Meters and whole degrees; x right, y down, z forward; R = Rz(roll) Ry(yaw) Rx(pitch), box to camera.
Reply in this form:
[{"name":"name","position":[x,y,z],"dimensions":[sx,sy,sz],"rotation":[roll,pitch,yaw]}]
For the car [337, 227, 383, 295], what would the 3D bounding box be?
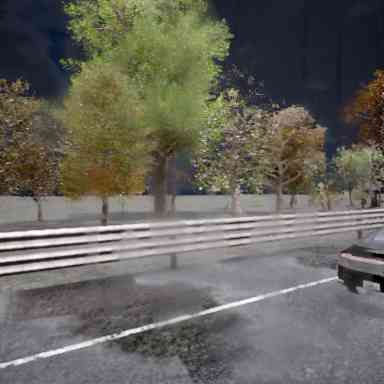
[{"name":"car","position":[5.218,1.469,7.375],"dimensions":[4.902,1.511,2.128],"rotation":[0,0,-35]}]
